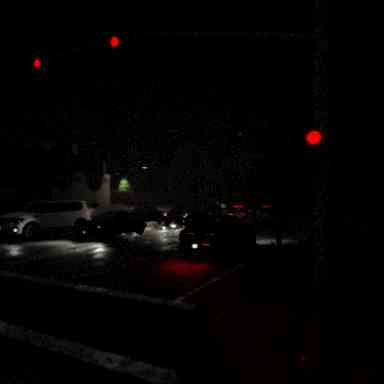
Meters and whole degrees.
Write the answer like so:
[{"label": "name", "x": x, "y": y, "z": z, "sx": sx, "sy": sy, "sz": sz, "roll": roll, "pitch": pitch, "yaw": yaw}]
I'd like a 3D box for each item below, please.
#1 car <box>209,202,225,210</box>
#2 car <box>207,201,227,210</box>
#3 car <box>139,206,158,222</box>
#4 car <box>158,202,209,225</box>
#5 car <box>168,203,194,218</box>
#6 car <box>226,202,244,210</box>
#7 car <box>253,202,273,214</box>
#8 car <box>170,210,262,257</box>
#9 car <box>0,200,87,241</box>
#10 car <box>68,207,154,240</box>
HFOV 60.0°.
[{"label": "car", "x": 2.188, "y": 2.093, "z": 36.369, "sx": 1.994, "sy": 1.385, "sz": 4.181, "roll": 0, "pitch": -1, "yaw": 9}, {"label": "car", "x": 4.325, "y": 2.378, "z": 58.529, "sx": 1.812, "sy": 1.442, "sz": 4.674, "roll": 1, "pitch": -1, "yaw": -20}, {"label": "car", "x": -4.038, "y": 1.907, "z": 27.648, "sx": 1.812, "sy": 1.442, "sz": 4.674, "roll": 0, "pitch": -1, "yaw": 23}, {"label": "car", "x": -0.568, "y": 1.737, "z": 26.946, "sx": 2.097, "sy": 1.767, "sz": 4.553, "roll": 0, "pitch": -1, "yaw": 22}, {"label": "car", "x": -1.150, "y": 2.022, "z": 37.313, "sx": 2.128, "sy": 1.511, "sz": 4.902, "roll": 0, "pitch": -1, "yaw": 8}, {"label": "car", "x": 6.289, "y": 2.225, "z": 48.675, "sx": 1.837, "sy": 1.490, "sz": 4.892, "roll": 0, "pitch": -1, "yaw": -5}, {"label": "car", "x": 9.921, "y": 2.197, "z": 46.664, "sx": 2.128, "sy": 1.511, "sz": 4.902, "roll": 0, "pitch": -1, "yaw": -3}, {"label": "car", "x": 1.238, "y": 1.714, "z": 14.087, "sx": 1.837, "sy": 1.490, "sz": 4.892, "roll": 0, "pitch": -1, "yaw": 28}, {"label": "car", "x": -8.255, "y": 1.462, "z": 18.855, "sx": 2.150, "sy": 2.045, "sz": 5.566, "roll": 0, "pitch": -1, "yaw": 27}, {"label": "car", "x": -4.381, "y": 1.781, "z": 18.809, "sx": 1.812, "sy": 1.442, "sz": 4.674, "roll": 0, "pitch": -1, "yaw": 27}]
